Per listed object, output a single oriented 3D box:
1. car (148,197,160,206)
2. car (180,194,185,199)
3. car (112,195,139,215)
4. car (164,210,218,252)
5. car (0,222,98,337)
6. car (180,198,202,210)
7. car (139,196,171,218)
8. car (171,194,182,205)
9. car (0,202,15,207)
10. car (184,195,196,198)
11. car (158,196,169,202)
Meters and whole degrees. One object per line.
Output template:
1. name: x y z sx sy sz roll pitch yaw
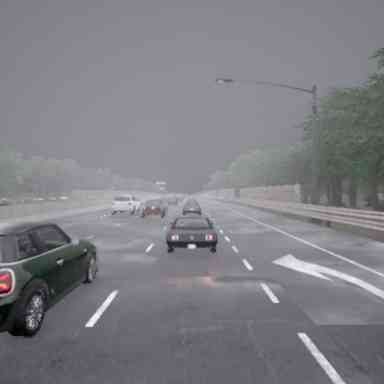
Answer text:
1. car: -6.994 1.722 61.782 1.812 1.442 4.674 0 0 0
2. car: -3.490 1.763 83.929 1.812 1.442 4.674 0 0 0
3. car: -6.995 1.366 35.760 2.150 2.045 5.566 0 0 0
4. car: 0.001 1.667 14.118 1.895 1.301 4.718 0 0 0
5. car: -3.500 1.384 6.854 2.097 1.767 4.553 0 0 0
6. car: 0.005 1.708 35.685 1.994 1.385 4.181 0 0 0
7. car: -3.496 1.485 32.037 2.097 1.767 4.553 0 0 0
8. car: -3.491 1.687 61.790 2.128 1.511 4.902 0 0 0
9. car: -17.580 1.602 29.402 1.882 1.535 5.008 0 0 0
10. car: 0.007 1.743 61.778 2.033 1.411 5.357 0 0 0
11. car: -6.990 1.774 81.927 2.033 1.411 5.357 0 0 0
